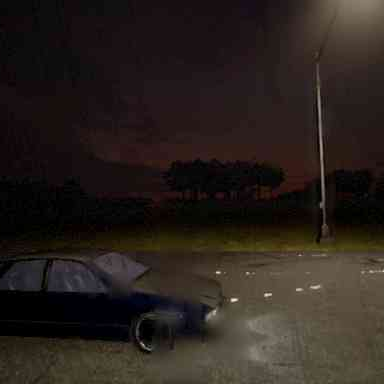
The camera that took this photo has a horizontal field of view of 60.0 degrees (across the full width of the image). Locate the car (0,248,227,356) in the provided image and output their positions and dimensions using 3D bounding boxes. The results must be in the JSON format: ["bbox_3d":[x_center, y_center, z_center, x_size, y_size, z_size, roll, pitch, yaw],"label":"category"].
[{"bbox_3d":[-2.080,1.759,5.963,5.357,1.411,2.033,-1,-2,8],"label":"car"}]
